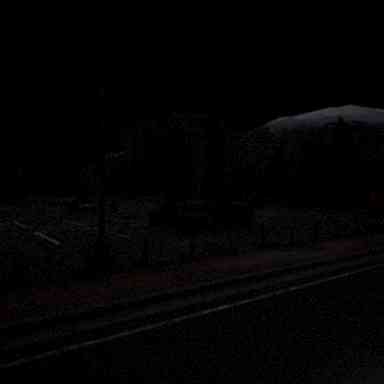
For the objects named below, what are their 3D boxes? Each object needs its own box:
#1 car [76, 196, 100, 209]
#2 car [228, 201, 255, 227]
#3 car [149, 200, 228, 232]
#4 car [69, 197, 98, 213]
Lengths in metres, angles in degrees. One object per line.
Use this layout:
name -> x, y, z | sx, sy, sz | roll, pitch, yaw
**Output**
car -> -13.296, 1.339, 42.345 | 1.845, 1.501, 3.633 | 0, 0, -36
car -> 1.957, 1.306, 21.247 | 2.007, 1.523, 4.514 | 0, 0, -36
car -> -0.555, 1.304, 19.368 | 2.152, 1.636, 5.027 | 0, 0, -36
car -> -11.366, 1.357, 34.584 | 1.970, 1.475, 3.806 | 0, 0, -36
